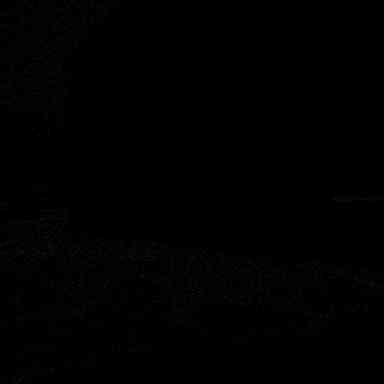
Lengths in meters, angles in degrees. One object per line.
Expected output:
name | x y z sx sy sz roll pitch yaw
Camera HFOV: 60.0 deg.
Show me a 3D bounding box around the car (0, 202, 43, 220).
car | -14.826 1.530 27.341 1.752 1.417 4.829 -1 -1 36
